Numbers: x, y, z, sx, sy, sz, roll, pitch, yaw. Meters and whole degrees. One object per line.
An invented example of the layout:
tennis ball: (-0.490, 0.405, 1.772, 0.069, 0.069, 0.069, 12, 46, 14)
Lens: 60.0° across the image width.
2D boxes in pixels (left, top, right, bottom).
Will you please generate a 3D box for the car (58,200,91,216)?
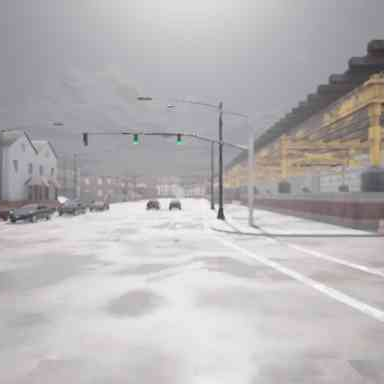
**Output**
car: (-13.627, 1.923, 38.194, 1.837, 1.490, 4.892, 0, -1, 2)

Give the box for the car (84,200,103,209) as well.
car: (-16.630, 2.142, 56.359, 1.812, 1.442, 4.674, 0, -1, 2)

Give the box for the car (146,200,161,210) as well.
car: (-6.147, 2.059, 53.436, 1.882, 1.535, 5.008, 0, -1, 1)

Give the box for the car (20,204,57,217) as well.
car: (-17.145, 2.013, 37.537, 1.895, 1.301, 4.718, 0, -1, 2)

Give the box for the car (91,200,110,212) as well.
car: (-13.363, 2.056, 48.478, 1.812, 1.442, 4.674, 0, -1, 2)

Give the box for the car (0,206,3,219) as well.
car: (-17.381, 1.840, 28.447, 1.812, 1.442, 4.674, 0, -1, 1)

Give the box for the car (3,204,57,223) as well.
car: (-13.865, 1.823, 28.943, 1.837, 1.490, 4.892, 0, -1, 2)

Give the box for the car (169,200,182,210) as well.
car: (-2.648, 2.085, 53.348, 1.837, 1.490, 4.892, 0, -1, 1)

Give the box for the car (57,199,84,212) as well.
car: (-16.910, 1.862, 46.553, 2.097, 1.767, 4.553, 0, -1, 2)
